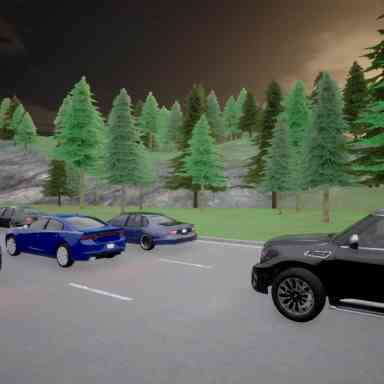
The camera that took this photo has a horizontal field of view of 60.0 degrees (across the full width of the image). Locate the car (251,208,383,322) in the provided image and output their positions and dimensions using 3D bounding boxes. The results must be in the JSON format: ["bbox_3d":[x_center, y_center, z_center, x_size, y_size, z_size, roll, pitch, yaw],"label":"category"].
[{"bbox_3d":[3.813,1.221,5.574,5.566,2.045,2.150,0,0,35],"label":"car"}]

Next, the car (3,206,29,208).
[{"bbox_3d":[-10.592,1.547,20.048,5.357,1.411,2.033,0,0,35],"label":"car"}]

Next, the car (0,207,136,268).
[{"bbox_3d":[-4.464,1.478,11.445,5.008,1.535,1.882,0,0,35],"label":"car"}]

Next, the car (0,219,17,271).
[{"bbox_3d":[-6.915,1.505,8.895,4.892,1.490,1.837,0,0,36],"label":"car"}]

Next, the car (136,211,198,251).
[{"bbox_3d":[-2.342,1.547,14.232,5.357,1.411,2.033,0,0,35],"label":"car"}]
